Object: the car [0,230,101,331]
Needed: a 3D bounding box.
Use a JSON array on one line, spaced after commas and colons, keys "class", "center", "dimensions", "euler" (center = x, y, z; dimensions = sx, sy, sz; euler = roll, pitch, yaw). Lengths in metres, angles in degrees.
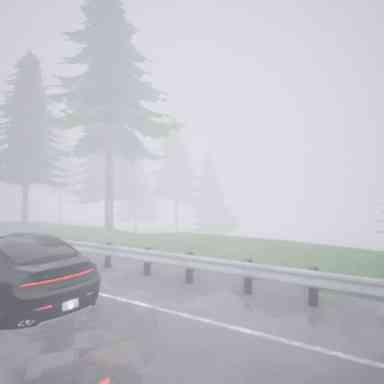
[{"class": "car", "center": [-3.911, 1.528, 6.574], "dimensions": [4.892, 1.490, 1.837], "euler": [0, 0, 34]}]
